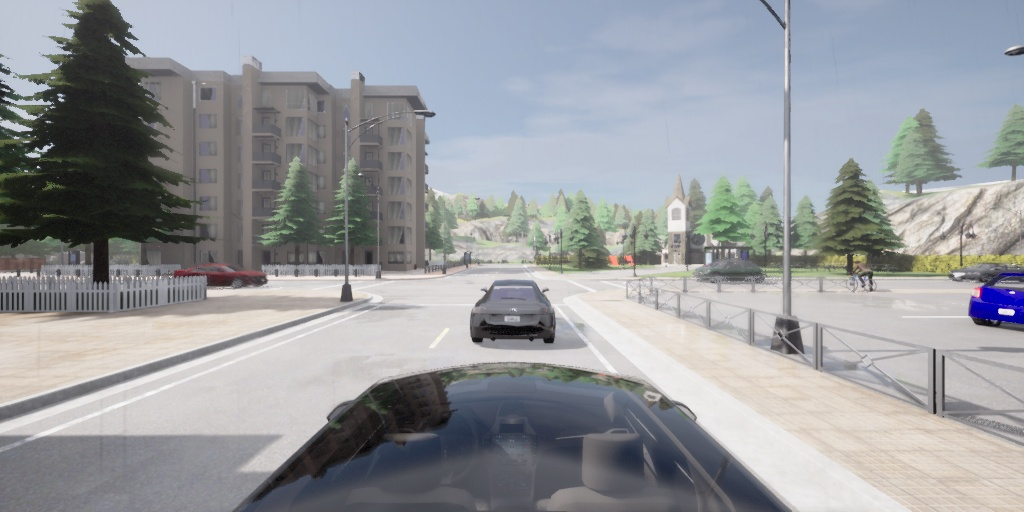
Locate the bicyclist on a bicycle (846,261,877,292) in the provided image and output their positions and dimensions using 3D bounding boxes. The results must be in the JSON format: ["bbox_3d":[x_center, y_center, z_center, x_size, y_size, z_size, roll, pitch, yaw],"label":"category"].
[{"bbox_3d":[18.378,1.065,18.902,0.582,1.620,1.656,0,0,-1],"label":"bicyclist on a bicycle"}]

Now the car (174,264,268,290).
[{"bbox_3d":[-17.988,1.242,22.291,5.008,1.535,1.882,0,0,-1],"label":"car"}]

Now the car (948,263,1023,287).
[{"bbox_3d":[35.429,1.257,26.536,4.902,1.511,2.128,0,0,0],"label":"car"}]

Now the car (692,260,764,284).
[{"bbox_3d":[15.764,1.117,26.356,4.553,1.767,2.097,0,0,-1],"label":"car"}]

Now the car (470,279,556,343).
[{"bbox_3d":[0.065,1.314,9.673,1.994,1.385,4.181,0,0,2],"label":"car"}]
